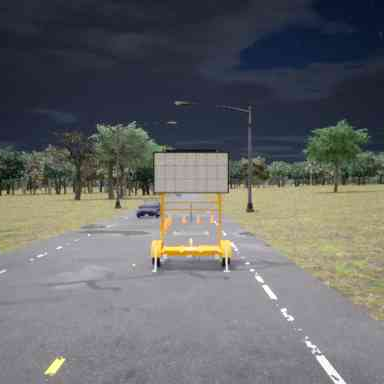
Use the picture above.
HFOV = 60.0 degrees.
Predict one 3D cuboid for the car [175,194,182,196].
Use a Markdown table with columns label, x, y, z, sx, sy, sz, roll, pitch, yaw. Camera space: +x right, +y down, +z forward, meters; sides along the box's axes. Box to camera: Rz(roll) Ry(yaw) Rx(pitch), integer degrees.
| label | x | y | z | sx | sy | sz | roll | pitch | yaw |
| --- | --- | --- | --- | --- | --- | --- | --- | --- | --- |
| car | -3.740 | 0.647 | 90.669 | 1.837 | 1.490 | 4.892 | 0 | 1 | 0 |

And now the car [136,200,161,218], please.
| label | x | y | z | sx | sy | sz | roll | pitch | yaw |
| --- | --- | --- | --- | --- | --- | --- | --- | --- | --- |
| car | -3.575 | 1.442 | 28.789 | 2.033 | 1.411 | 5.357 | 0 | 0 | 0 |

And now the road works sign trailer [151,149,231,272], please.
| label | x | y | z | sx | sy | sz | roll | pitch | yaw |
| --- | --- | --- | --- | --- | --- | --- | --- | --- | --- |
| road works sign trailer | -0.027 | 0.445 | 10.685 | 2.380 | 3.560 | 2.880 | 0 | 0 | 0 |
